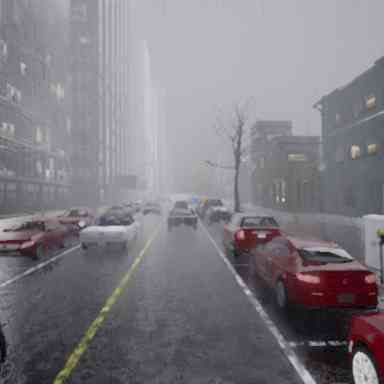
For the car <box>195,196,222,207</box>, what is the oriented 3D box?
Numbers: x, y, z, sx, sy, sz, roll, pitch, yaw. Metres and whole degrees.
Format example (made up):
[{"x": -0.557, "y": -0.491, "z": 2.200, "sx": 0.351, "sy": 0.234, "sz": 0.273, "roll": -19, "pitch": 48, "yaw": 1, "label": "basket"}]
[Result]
[{"x": 1.700, "y": 1.487, "z": 29.736, "sx": 2.192, "sy": 1.841, "sz": 5.009, "roll": 0, "pitch": 0, "yaw": -2, "label": "car"}]

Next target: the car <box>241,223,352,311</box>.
[{"x": 2.473, "y": 1.615, "z": 7.562, "sx": 1.802, "sy": 1.307, "sz": 4.206, "roll": 0, "pitch": 0, "yaw": -2, "label": "car"}]

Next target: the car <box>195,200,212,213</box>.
[{"x": 1.306, "y": 1.761, "z": 40.994, "sx": 1.752, "sy": 1.417, "sz": 4.829, "roll": 0, "pitch": 0, "yaw": -2, "label": "car"}]

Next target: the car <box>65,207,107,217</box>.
[{"x": -6.288, "y": 1.602, "z": 18.357, "sx": 1.967, "sy": 1.590, "sz": 4.097, "roll": 0, "pitch": 0, "yaw": -2, "label": "car"}]

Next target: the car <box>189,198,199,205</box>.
[{"x": 0.342, "y": 1.940, "z": 68.539, "sx": 1.947, "sy": 1.339, "sz": 4.313, "roll": 0, "pitch": 0, "yaw": -2, "label": "car"}]

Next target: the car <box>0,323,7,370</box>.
[{"x": -3.144, "y": 1.603, "z": 2.247, "sx": 1.994, "sy": 1.385, "sz": 4.181, "roll": 0, "pitch": 0, "yaw": -2, "label": "car"}]

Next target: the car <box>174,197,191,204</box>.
[{"x": -1.483, "y": 1.784, "z": 46.202, "sx": 1.837, "sy": 1.490, "sz": 4.892, "roll": 0, "pitch": -1, "yaw": -2, "label": "car"}]

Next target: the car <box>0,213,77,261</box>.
[{"x": -6.095, "y": 1.708, "z": 12.814, "sx": 1.802, "sy": 1.307, "sz": 4.206, "roll": 0, "pitch": 0, "yaw": -2, "label": "car"}]

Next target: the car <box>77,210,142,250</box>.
[{"x": -3.596, "y": 1.724, "z": 15.201, "sx": 1.895, "sy": 1.301, "sz": 4.718, "roll": 0, "pitch": 0, "yaw": -2, "label": "car"}]

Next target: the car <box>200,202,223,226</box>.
[{"x": 1.893, "y": 1.690, "z": 24.193, "sx": 2.008, "sy": 1.369, "sz": 4.403, "roll": 0, "pitch": 0, "yaw": -2, "label": "car"}]

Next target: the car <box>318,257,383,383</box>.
[{"x": 2.667, "y": 1.542, "z": 2.021, "sx": 1.887, "sy": 1.381, "sz": 4.507, "roll": 0, "pitch": 0, "yaw": -2, "label": "car"}]

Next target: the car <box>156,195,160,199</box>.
[{"x": -8.806, "y": 1.843, "z": 90.416, "sx": 2.192, "sy": 1.841, "sz": 5.009, "roll": 0, "pitch": 0, "yaw": -2, "label": "car"}]

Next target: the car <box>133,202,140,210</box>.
[{"x": -6.870, "y": 1.843, "z": 34.987, "sx": 1.802, "sy": 1.307, "sz": 4.206, "roll": 0, "pitch": 0, "yaw": -2, "label": "car"}]

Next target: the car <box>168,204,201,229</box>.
[{"x": -0.656, "y": 1.749, "z": 22.689, "sx": 1.895, "sy": 1.301, "sz": 4.718, "roll": 0, "pitch": 0, "yaw": -2, "label": "car"}]

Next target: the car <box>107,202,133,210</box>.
[{"x": -6.677, "y": 1.811, "z": 29.442, "sx": 1.802, "sy": 1.307, "sz": 4.206, "roll": 0, "pitch": 0, "yaw": -2, "label": "car"}]

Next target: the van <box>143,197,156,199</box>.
[{"x": -7.643, "y": 1.718, "z": 57.160, "sx": 1.690, "sy": 1.788, "sz": 3.998, "roll": 0, "pitch": 0, "yaw": -2, "label": "van"}]

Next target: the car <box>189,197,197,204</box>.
[{"x": 0.275, "y": 1.946, "z": 79.025, "sx": 1.812, "sy": 1.442, "sz": 4.674, "roll": 0, "pitch": 0, "yaw": -2, "label": "car"}]

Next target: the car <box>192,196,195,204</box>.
[{"x": 1.507, "y": 1.519, "z": 35.282, "sx": 2.192, "sy": 1.841, "sz": 5.009, "roll": 0, "pitch": 0, "yaw": -2, "label": "car"}]

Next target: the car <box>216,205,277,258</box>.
[{"x": 2.280, "y": 1.510, "z": 13.109, "sx": 1.967, "sy": 1.590, "sz": 4.097, "roll": 0, "pitch": 0, "yaw": -2, "label": "car"}]

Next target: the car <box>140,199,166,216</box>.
[{"x": -4.249, "y": 1.799, "z": 36.605, "sx": 2.033, "sy": 1.411, "sz": 5.357, "roll": 0, "pitch": 0, "yaw": -2, "label": "car"}]

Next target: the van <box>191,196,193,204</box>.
[{"x": 0.537, "y": 1.689, "z": 62.997, "sx": 1.690, "sy": 1.788, "sz": 3.998, "roll": 0, "pitch": 0, "yaw": -2, "label": "van"}]

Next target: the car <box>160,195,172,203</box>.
[{"x": -5.548, "y": 1.786, "z": 73.809, "sx": 1.812, "sy": 1.442, "sz": 4.674, "roll": 0, "pitch": 0, "yaw": -2, "label": "car"}]
